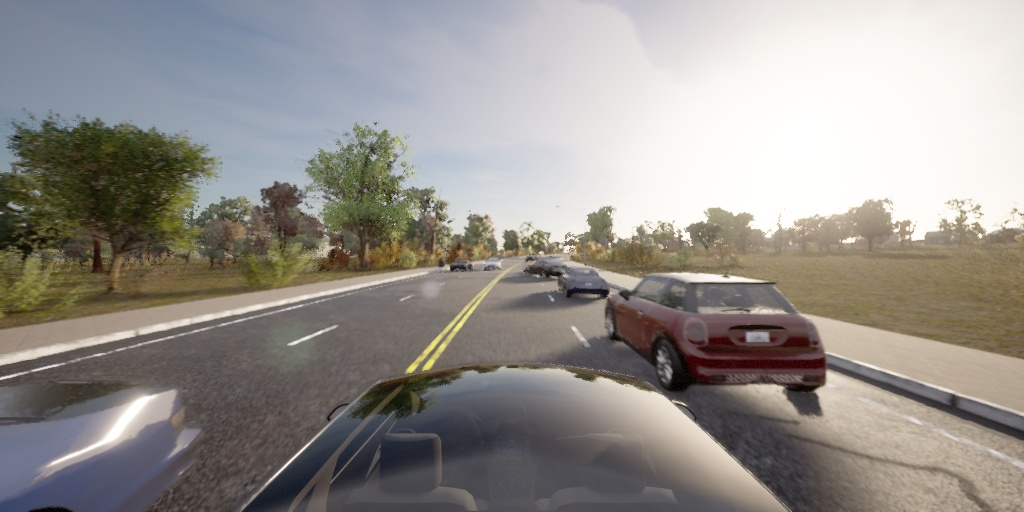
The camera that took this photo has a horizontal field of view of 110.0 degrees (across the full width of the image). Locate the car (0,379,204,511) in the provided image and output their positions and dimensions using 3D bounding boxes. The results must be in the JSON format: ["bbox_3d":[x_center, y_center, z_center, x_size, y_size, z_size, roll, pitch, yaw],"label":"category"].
[{"bbox_3d":[-3.341,1.299,0.380,2.033,1.411,5.357,0,0,0],"label":"car"}]

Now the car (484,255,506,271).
[{"bbox_3d":[-2.164,0.947,42.073,1.812,1.442,4.674,0,0,4],"label":"car"}]

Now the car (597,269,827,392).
[{"bbox_3d":[3.260,1.072,6.862,2.097,1.767,4.553,0,0,0],"label":"car"}]

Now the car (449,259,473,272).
[{"bbox_3d":[-5.560,1.041,39.684,1.895,1.301,4.718,0,0,3],"label":"car"}]

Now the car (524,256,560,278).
[{"bbox_3d":[2.836,1.035,30.306,2.163,1.488,4.792,0,1,-24],"label":"car"}]

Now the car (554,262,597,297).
[{"bbox_3d":[3.424,1.199,17.817,1.994,1.385,4.181,0,0,1],"label":"car"}]
